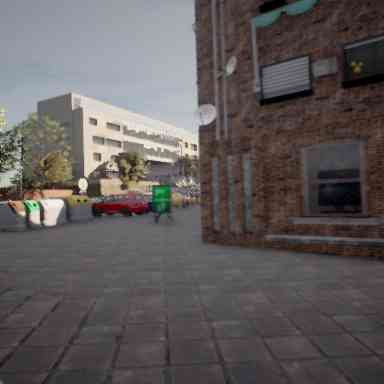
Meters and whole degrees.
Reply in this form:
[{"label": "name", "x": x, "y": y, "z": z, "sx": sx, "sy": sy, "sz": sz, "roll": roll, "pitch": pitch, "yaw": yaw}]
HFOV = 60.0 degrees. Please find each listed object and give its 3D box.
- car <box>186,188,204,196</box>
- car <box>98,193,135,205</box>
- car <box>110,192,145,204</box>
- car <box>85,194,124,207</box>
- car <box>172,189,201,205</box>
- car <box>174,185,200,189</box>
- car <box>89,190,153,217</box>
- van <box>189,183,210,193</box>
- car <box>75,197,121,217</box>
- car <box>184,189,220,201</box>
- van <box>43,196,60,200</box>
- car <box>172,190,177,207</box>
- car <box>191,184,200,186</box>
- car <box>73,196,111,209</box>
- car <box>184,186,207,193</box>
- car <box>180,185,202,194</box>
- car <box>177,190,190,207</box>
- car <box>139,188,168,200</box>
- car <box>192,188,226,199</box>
[{"label": "car", "x": 0.685, "y": 0.007, "z": 66.336, "sx": 1.895, "sy": 1.301, "sz": 4.718, "roll": -2, "pitch": 2, "yaw": 24}, {"label": "car", "x": -11.384, "y": 1.085, "z": 50.255, "sx": 4.892, "sy": 1.521, "sz": 2.231, "roll": -2, "pitch": 2, "yaw": 24}, {"label": "car", "x": -10.262, "y": 0.928, "z": 52.808, "sx": 5.008, "sy": 1.535, "sz": 2.097, "roll": -2, "pitch": 2, "yaw": 24}, {"label": "car", "x": -12.534, "y": 1.246, "z": 47.578, "sx": 4.892, "sy": 1.521, "sz": 2.231, "roll": -2, "pitch": 2, "yaw": 24}, {"label": "car", "x": -1.852, "y": 0.876, "z": 40.798, "sx": 5.366, "sy": 1.575, "sz": 1.946, "roll": -2, "pitch": 2, "yaw": 24}, {"label": "car", "x": 0.339, "y": 0.434, "z": 46.236, "sx": 4.553, "sy": 1.767, "sz": 2.185, "roll": -2, "pitch": 2, "yaw": 24}, {"label": "car", "x": -6.703, "y": 1.208, "z": 30.201, "sx": 5.566, "sy": 2.045, "sz": 2.435, "roll": -2, "pitch": 1, "yaw": 24}, {"label": "van", "x": 1.843, "y": -0.996, "z": 80.990, "sx": 4.442, "sy": 1.987, "sz": 1.878, "roll": -2, "pitch": 2, "yaw": 24}, {"label": "car", "x": -9.669, "y": 1.510, "z": 34.751, "sx": 1.882, "sy": 1.535, "sz": 5.008, "roll": -2, "pitch": 2, "yaw": 23}, {"label": "car", "x": 1.515, "y": 0.426, "z": 48.933, "sx": 4.792, "sy": 1.488, "sz": 2.163, "roll": -2, "pitch": 2, "yaw": 24}, {"label": "van", "x": -15.731, "y": 1.467, "z": 39.967, "sx": 4.442, "sy": 1.987, "sz": 1.878, "roll": -2, "pitch": 2, "yaw": 24}, {"label": "car", "x": -4.397, "y": 1.083, "z": 35.494, "sx": 4.553, "sy": 1.767, "sz": 2.185, "roll": -2, "pitch": 2, "yaw": 24}, {"label": "car", "x": -1.413, "y": -0.560, "z": 73.278, "sx": 5.566, "sy": 2.045, "sz": 2.435, "roll": -2, "pitch": 2, "yaw": 24}, {"label": "car", "x": -13.602, "y": 1.433, "z": 45.138, "sx": 4.674, "sy": 1.452, "sz": 2.002, "roll": -2, "pitch": 2, "yaw": 24}, {"label": "car", "x": 0.826, "y": -0.589, "z": 78.403, "sx": 4.792, "sy": 1.488, "sz": 2.163, "roll": -2, "pitch": 2, "yaw": 24}, {"label": "car", "x": -0.240, "y": -0.591, "z": 75.818, "sx": 4.553, "sy": 1.767, "sz": 2.185, "roll": -2, "pitch": 2, "yaw": 24}, {"label": "car", "x": -3.361, "y": 1.053, "z": 38.254, "sx": 5.366, "sy": 1.575, "sz": 1.946, "roll": -2, "pitch": 2, "yaw": 24}, {"label": "car", "x": -7.017, "y": 0.347, "z": 60.379, "sx": 4.553, "sy": 1.767, "sz": 2.185, "roll": -2, "pitch": 2, "yaw": 24}, {"label": "car", "x": 2.656, "y": 0.275, "z": 51.637, "sx": 4.674, "sy": 1.452, "sz": 2.002, "roll": -2, "pitch": 2, "yaw": 24}]
